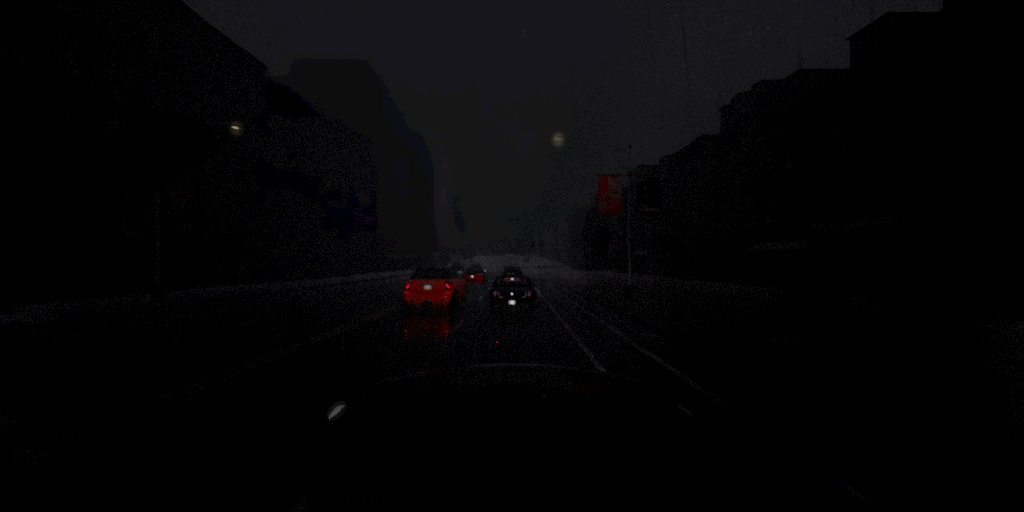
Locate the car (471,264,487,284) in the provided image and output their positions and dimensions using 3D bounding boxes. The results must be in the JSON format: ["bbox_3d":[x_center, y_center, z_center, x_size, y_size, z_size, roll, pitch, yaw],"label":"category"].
[{"bbox_3d":[-3.228,1.671,31.184,1.994,1.385,4.181,0,-1,0],"label":"car"}]

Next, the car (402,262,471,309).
[{"bbox_3d":[-3.241,1.253,15.917,2.097,1.767,4.553,0,-1,0],"label":"car"}]

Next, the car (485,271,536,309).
[{"bbox_3d":[0.009,1.504,15.953,1.895,1.301,4.718,0,-1,0],"label":"car"}]

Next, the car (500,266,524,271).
[{"bbox_3d":[0.022,1.615,31.149,1.837,1.490,4.892,0,0,0],"label":"car"}]

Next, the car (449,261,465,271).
[{"bbox_3d":[-9.755,1.783,63.972,2.097,1.767,4.553,0,0,1],"label":"car"}]
